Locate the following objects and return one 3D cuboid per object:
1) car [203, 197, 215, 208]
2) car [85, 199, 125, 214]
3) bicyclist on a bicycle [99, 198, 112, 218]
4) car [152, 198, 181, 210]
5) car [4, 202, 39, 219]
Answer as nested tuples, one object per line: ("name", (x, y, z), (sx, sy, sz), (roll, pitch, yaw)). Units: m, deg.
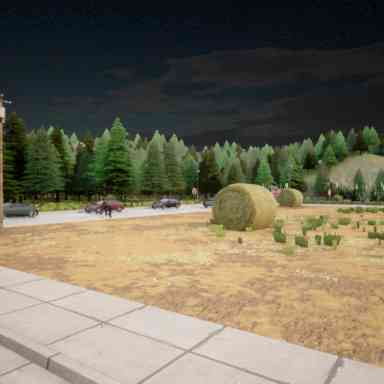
("car", (3.489, 1.517, 47.795), (2.128, 1.511, 4.902), (0, 0, 37))
("car", (-9.468, 1.551, 36.347), (1.812, 1.442, 4.674), (0, 0, 36))
("bicyclist on a bicycle", (-7.049, 1.326, 27.042), (1.656, 1.620, 0.582), (0, 0, 36))
("car", (-3.386, 1.551, 44.573), (1.812, 1.442, 4.674), (0, 0, 37))
("car", (-15.382, 1.590, 28.356), (1.994, 1.385, 4.181), (0, 0, 36))
